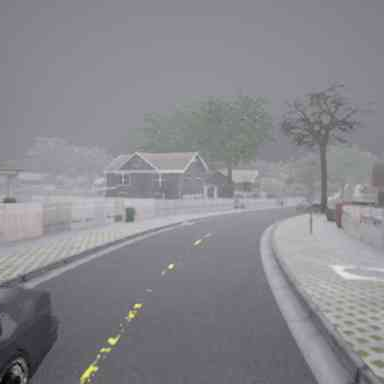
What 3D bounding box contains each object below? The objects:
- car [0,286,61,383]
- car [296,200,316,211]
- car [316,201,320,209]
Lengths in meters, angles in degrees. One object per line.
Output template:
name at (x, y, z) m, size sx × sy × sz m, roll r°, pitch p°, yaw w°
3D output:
car at (-2.660, 1.526, 1.869) m, size 2.033 × 1.411 × 5.357 m, roll 0°, pitch 0°, yaw 3°
car at (17.191, 2.143, 50.875) m, size 2.033 × 1.411 × 5.357 m, roll 1°, pitch 0°, yaw 27°
car at (21.970, 2.255, 60.154) m, size 1.882 × 1.535 × 5.008 m, roll 1°, pitch 0°, yaw 27°
